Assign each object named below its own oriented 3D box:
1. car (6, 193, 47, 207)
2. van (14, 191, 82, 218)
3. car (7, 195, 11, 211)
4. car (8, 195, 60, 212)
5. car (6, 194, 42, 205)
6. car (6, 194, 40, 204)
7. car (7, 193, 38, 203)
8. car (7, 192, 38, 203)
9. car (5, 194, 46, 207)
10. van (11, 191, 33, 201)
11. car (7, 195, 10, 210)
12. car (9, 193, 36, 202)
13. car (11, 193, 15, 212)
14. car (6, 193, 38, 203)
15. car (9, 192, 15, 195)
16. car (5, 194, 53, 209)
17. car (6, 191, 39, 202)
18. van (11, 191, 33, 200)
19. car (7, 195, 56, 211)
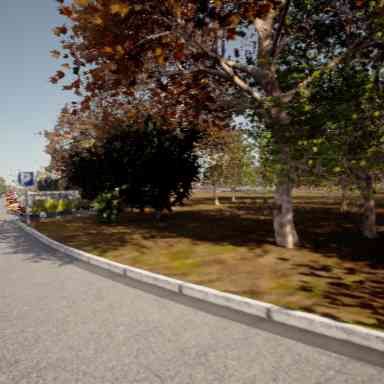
[{"bbox_3d":[-23.137,1.078,46.704,2.185,1.767,4.553,-1,2,41],"label":"car"},{"bbox_3d":[-11.068,0.942,26.263,1.878,1.987,4.442,-1,2,38],"label":"van"},{"bbox_3d":[-14.004,1.168,31.534,1.946,1.575,5.366,-2,2,39],"label":"car"},{"bbox_3d":[-17.192,1.233,36.452,2.002,1.452,4.674,-2,2,39],"label":"car"},{"bbox_3d":[-27.447,1.230,54.484,2.163,1.488,4.792,-2,2,42],"label":"car"},{"bbox_3d":[-30.277,1.196,59.674,2.097,1.535,5.008,-2,2,42],"label":"car"},{"bbox_3d":[-33.026,1.185,64.932,2.231,1.521,4.892,-2,2,43],"label":"car"},{"bbox_3d":[-31.677,1.066,62.277,2.185,1.767,4.553,-2,2,43],"label":"car"},{"bbox_3d":[-24.615,1.205,49.264,2.097,1.535,5.008,-2,2,41],"label":"car"},{"bbox_3d":[-41.215,0.920,80.738,1.878,1.987,4.442,-1,2,43],"label":"van"},{"bbox_3d":[-15.774,1.192,33.769,1.946,1.575,5.366,-1,2,39],"label":"car"},{"bbox_3d":[-37.101,1.194,72.848,2.163,1.488,4.792,-1,2,43],"label":"car"},{"bbox_3d":[-12.589,1.048,28.842,2.185,1.767,4.553,-2,2,38],"label":"car"},{"bbox_3d":[-34.504,1.184,67.435,1.946,1.575,5.366,-1,2,43],"label":"car"},{"bbox_3d":[-20.232,1.077,41.526,2.185,1.767,4.553,-2,2,40],"label":"car"},{"bbox_3d":[-21.570,1.192,44.258,1.946,1.575,5.366,-2,2,40],"label":"car"},{"bbox_3d":[-35.731,0.918,70.236,2.435,2.045,5.566,-2,2,43],"label":"car"},{"bbox_3d":[-42.564,0.913,83.393,1.878,1.987,4.442,-1,2,43],"label":"van"},{"bbox_3d":[-18.707,1.238,38.996,2.002,1.452,4.674,-2,2,40],"label":"car"}]
